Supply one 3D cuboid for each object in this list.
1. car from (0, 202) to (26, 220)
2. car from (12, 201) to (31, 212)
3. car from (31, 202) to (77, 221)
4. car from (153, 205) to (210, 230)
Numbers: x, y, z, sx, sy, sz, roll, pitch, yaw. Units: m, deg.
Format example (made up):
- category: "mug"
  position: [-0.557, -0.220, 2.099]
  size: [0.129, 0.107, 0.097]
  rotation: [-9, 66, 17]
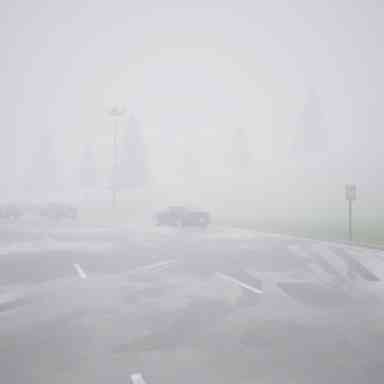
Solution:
- category: "car"
  position: [-16.863, 1.766, 29.048]
  size: [4.718, 1.301, 1.895]
  rotation: [0, -1, 35]
- category: "car"
  position: [-20.719, 1.778, 39.660]
  size: [5.357, 1.411, 2.033]
  rotation: [0, -1, 22]
- category: "car"
  position: [-12.019, 1.685, 29.483]
  size: [4.892, 1.490, 1.837]
  rotation: [0, -1, 42]
- category: "car"
  position: [-0.846, 1.638, 22.590]
  size: [1.882, 1.535, 5.008]
  rotation: [1, -1, -36]
